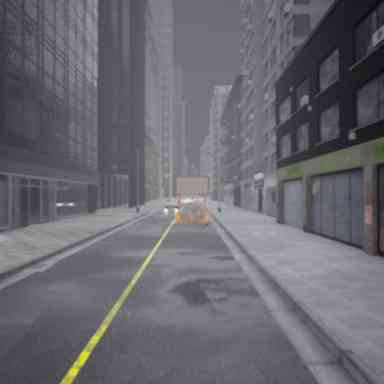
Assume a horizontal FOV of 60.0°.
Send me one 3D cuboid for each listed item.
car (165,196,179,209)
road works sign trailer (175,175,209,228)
[{"bbox_3d":[-3.041,1.801,50.291,1.812,1.442,4.674,0,-1,0],"label":"car"},{"bbox_3d":[0.011,0.597,23.371,2.380,3.560,2.880,0,0,0],"label":"road works sign trailer"}]
